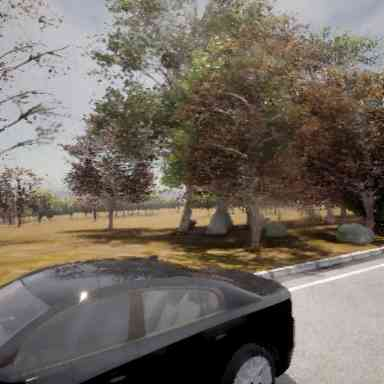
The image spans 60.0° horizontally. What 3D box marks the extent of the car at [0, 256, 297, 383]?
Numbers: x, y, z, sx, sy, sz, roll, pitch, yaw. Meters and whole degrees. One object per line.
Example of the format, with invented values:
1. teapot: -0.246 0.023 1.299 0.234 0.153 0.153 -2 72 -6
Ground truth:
1. car: -1.114 1.476 3.196 5.008 1.535 1.882 0 0 -35
